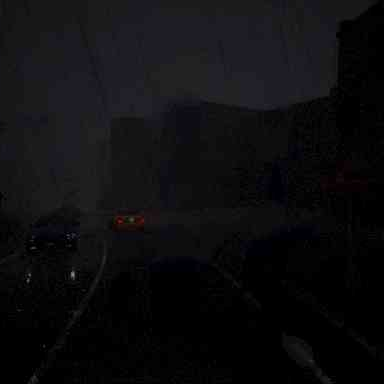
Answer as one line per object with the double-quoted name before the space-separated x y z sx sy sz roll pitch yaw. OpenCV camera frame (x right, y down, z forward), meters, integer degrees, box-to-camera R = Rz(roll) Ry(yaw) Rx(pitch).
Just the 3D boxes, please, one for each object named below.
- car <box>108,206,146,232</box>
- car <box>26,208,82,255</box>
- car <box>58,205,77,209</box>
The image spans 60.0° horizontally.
"car" -4.239 1.657 21.052 1.801 1.575 5.366 -2 -2 -20
"car" -6.022 1.718 14.770 1.882 1.535 5.008 -1 -1 -17
"car" -14.553 2.224 38.872 2.033 1.411 5.357 -3 0 -37
